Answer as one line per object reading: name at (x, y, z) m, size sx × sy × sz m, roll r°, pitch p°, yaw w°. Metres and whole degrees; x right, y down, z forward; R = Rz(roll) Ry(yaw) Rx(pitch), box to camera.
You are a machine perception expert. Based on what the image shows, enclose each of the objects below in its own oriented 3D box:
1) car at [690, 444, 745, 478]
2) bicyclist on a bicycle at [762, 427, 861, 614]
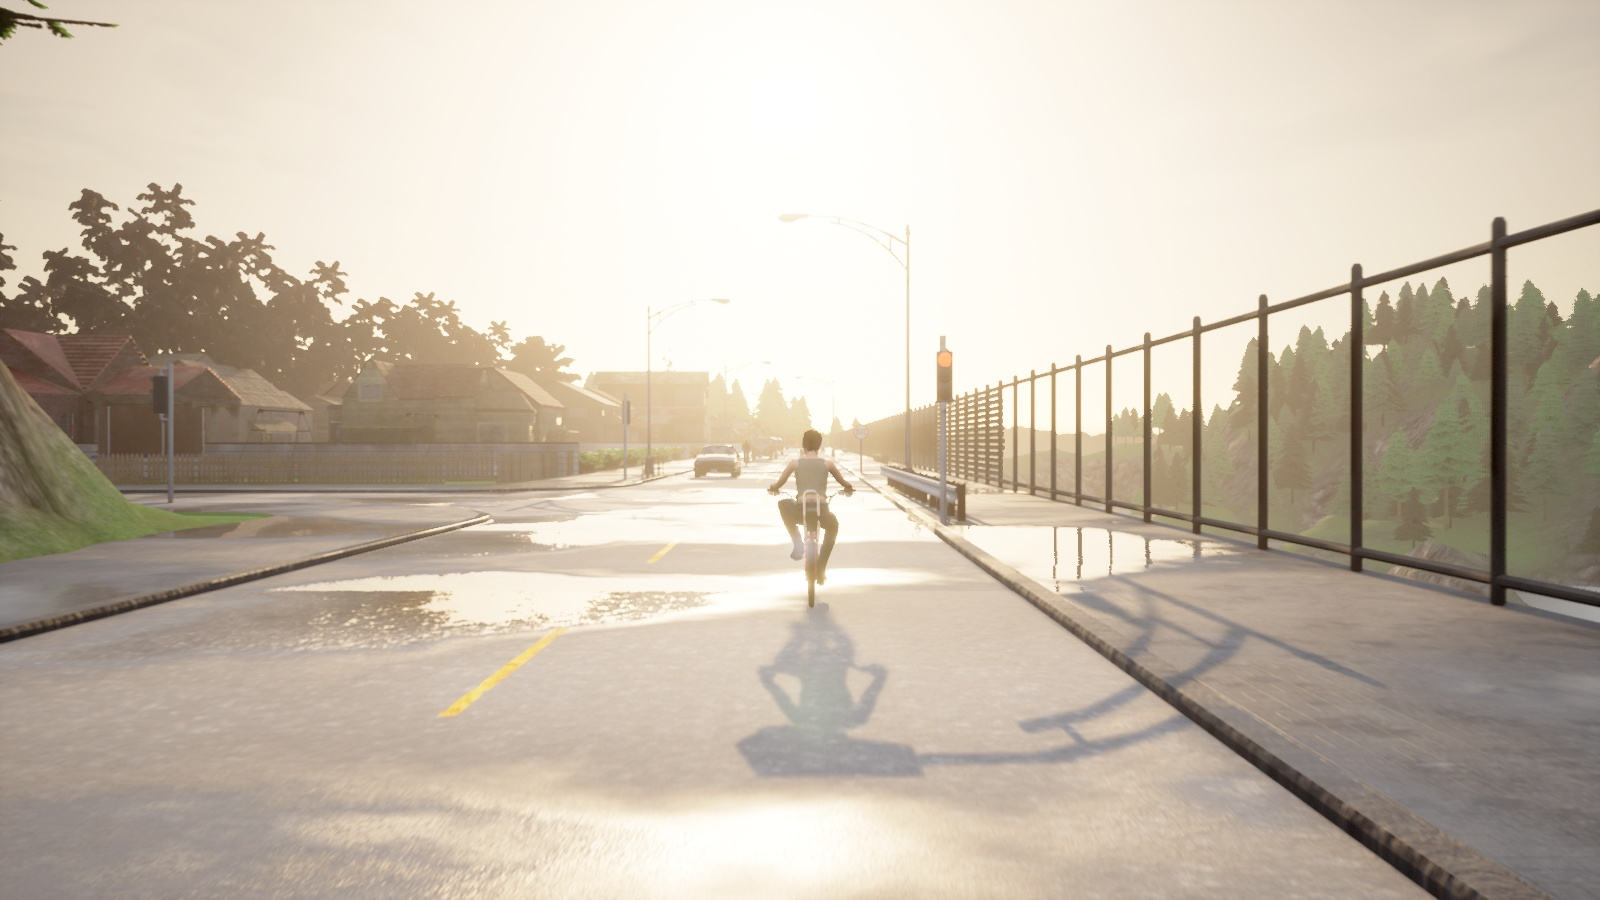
car at (-3.582, 0.451, 55.163) m, size 2.033 × 1.411 × 5.357 m, roll 0°, pitch 0°, yaw 0°
bicyclist on a bicycle at (0.106, 0.608, 11.821) m, size 0.866 × 1.612 × 1.509 m, roll 0°, pitch 3°, yaw 0°
